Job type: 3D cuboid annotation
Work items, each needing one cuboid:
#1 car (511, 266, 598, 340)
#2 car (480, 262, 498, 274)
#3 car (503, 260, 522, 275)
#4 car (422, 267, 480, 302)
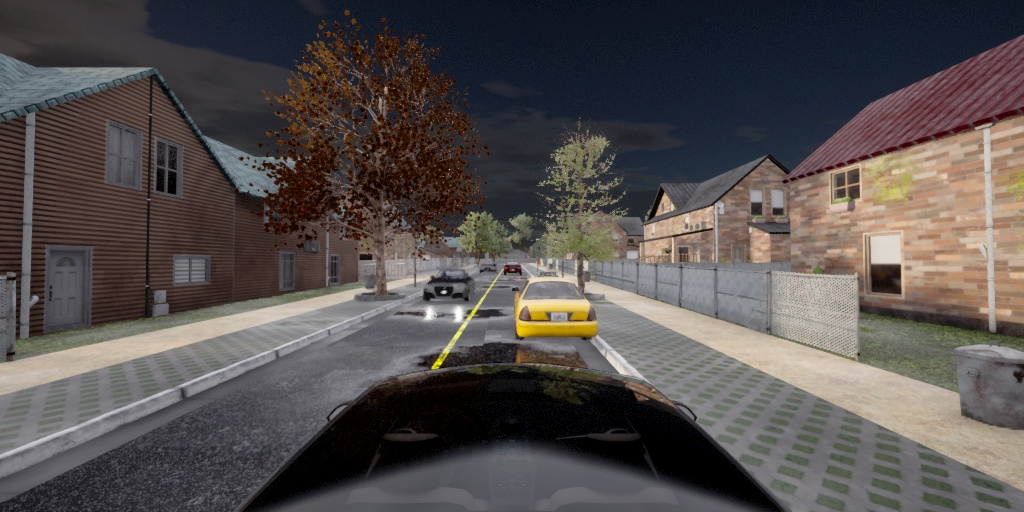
[{"bbox_3d":[0.964,1.210,9.873,1.801,1.575,5.366,0,0,0],"label":"car"},{"bbox_3d":[-2.739,1.344,42.151,1.994,1.385,4.181,0,0,0],"label":"car"},{"bbox_3d":[0.089,1.254,38.814,1.882,1.535,5.008,0,0,0],"label":"car"},{"bbox_3d":[-2.846,1.323,16.976,1.994,1.385,4.181,0,0,0],"label":"car"}]
